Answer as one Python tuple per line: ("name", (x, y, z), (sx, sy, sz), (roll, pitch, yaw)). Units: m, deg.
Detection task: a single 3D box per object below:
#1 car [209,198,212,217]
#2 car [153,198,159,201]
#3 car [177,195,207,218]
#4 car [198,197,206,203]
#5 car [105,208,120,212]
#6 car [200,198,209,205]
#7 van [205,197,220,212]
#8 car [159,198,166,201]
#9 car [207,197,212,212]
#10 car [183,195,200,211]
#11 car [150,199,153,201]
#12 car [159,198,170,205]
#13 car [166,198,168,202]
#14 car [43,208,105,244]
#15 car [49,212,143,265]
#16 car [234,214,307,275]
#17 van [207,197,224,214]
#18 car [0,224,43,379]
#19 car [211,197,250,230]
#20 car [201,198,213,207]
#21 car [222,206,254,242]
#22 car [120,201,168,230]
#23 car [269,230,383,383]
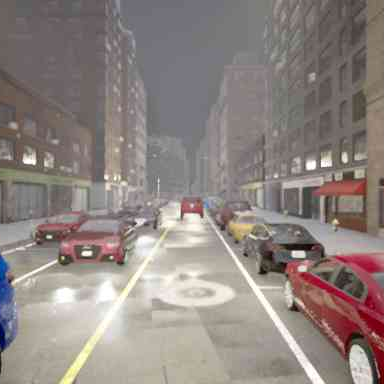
("car", (2.666, 1.561, 26.941), (1.967, 1.590, 4.097), (0, 0, 0))
("car", (-5.864, 1.784, 43.470), (1.947, 1.339, 4.313), (0, 0, 0))
("car", (-0.006, 1.370, 31.711), (2.150, 2.045, 5.566), (0, 0, 0))
("car", (2.651, 2.099, 87.521), (1.947, 1.339, 4.313), (0, 0, 0))
("car", (-5.858, 1.675, 21.437), (1.802, 1.307, 4.206), (0, 0, 0))
("car", (2.656, 1.934, 71.170), (1.752, 1.417, 4.829), (0, 0, 0))
("van", (2.663, 1.559, 43.462), (1.690, 1.788, 3.998), (0, 0, 0))
("car", (-5.866, 1.732, 54.488), (1.967, 1.590, 4.097), (0, 0, 0))
("car", (2.665, 1.592, 32.447), (1.967, 1.590, 4.097), (0, 0, 0))
("car", (0.015, 1.453, 45.024), (2.150, 2.045, 5.566), (0, 0, 0))
("car", (-5.862, 1.766, 37.961), (1.802, 1.307, 4.206), (0, 0, 0))
("car", (-5.870, 1.974, 71.013), (1.947, 1.339, 4.313), (0, 0, 0))
("car", (-5.867, 1.854, 59.826), (1.752, 1.417, 4.829), (0, 0, 0))
("car", (-5.857, 1.611, 15.930), (1.887, 1.381, 4.507), (0, 0, 0))
("car", (-3.096, 1.611, 11.695), (1.994, 1.385, 4.181), (0, 0, -1))
("car", (2.670, 1.608, 10.419), (1.947, 1.339, 4.313), (0, 0, 0))
("van", (2.664, 1.525, 37.956), (1.690, 1.788, 3.998), (0, 0, 0))
("car", (-3.099, 1.228, 1.640), (2.150, 2.045, 5.566), (0, 0, 0))
("car", (2.668, 1.408, 21.434), (2.192, 1.841, 5.009), (0, 0, 0))
("car", (2.658, 1.880, 59.985), (2.008, 1.369, 4.403), (0, 0, 0))
("car", (2.668, 1.592, 16.096), (1.752, 1.417, 4.829), (0, 0, 0))
("car", (-3.005, 1.587, 21.879), (2.128, 1.511, 4.902), (0, 0, 0))
("car", (2.671, 1.564, 4.912), (1.887, 1.381, 4.507), (0, 0, 0))
